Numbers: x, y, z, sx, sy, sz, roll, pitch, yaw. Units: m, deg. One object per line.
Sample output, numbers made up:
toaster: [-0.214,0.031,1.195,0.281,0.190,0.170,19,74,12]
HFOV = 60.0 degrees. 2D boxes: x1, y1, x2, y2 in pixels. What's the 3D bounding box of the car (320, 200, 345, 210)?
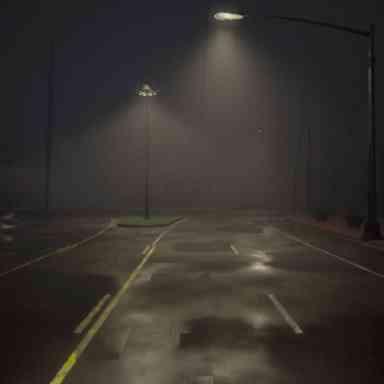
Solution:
car: [20.764,1.973,49.097,4.892,1.490,1.837,0,0,-39]
